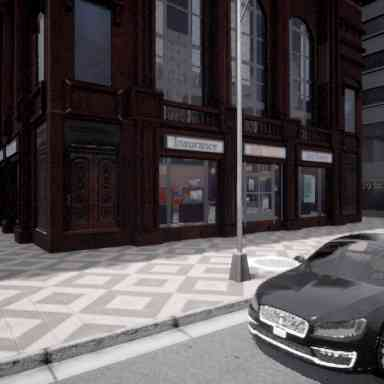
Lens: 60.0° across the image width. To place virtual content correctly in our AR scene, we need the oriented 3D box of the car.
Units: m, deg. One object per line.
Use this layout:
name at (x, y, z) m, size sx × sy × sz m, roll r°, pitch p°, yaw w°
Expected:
car at (3.071, 1.505, 5.579) m, size 4.892 × 1.490 × 1.837 m, roll 0°, pitch 0°, yaw -36°
